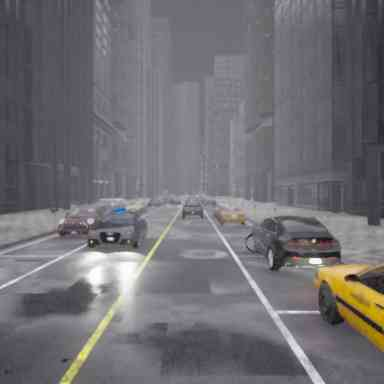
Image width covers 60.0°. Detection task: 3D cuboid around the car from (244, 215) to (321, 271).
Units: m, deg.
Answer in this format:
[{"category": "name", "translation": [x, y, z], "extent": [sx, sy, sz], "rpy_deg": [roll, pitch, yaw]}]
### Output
[{"category": "car", "translation": [3.142, 1.514, 10.928], "extent": [1.837, 1.490, 4.892], "rpy_deg": [0, 0, 0]}]

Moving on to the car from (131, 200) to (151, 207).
[{"category": "car", "translation": [-5.760, 1.558, 34.903], "extent": [1.752, 1.417, 4.829], "rpy_deg": [0, 0, 0]}]

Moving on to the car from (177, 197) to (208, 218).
[{"category": "car", "translation": [0.076, 1.518, 29.931], "extent": [2.128, 1.511, 4.902], "rpy_deg": [0, 0, 0]}]

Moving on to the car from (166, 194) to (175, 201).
[{"category": "car", "translation": [-5.757, 1.461, 91.168], "extent": [2.192, 1.841, 5.009], "rpy_deg": [0, 0, 0]}]

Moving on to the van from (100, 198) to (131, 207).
[{"category": "van", "translation": [-5.760, 1.360, 23.855], "extent": [1.690, 1.788, 3.998], "rpy_deg": [0, 0, 0]}]

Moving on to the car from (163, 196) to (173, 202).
[{"category": "car", "translation": [-5.757, 1.668, 79.949], "extent": [2.008, 1.369, 4.403], "rpy_deg": [0, 0, 0]}]

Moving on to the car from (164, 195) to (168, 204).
[{"category": "car", "translation": [-5.758, 1.512, 57.512], "extent": [1.967, 1.590, 4.097], "rpy_deg": [0, 0, 0]}]

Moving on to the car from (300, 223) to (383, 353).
[{"category": "car", "translation": [3.151, 1.460, 4.103], "extent": [1.801, 1.575, 5.366], "rpy_deg": [0, 0, 0]}]

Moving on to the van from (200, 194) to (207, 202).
[{"category": "van", "translation": [2.767, 1.458, 79.953], "extent": [1.690, 1.788, 3.998], "rpy_deg": [0, 0, 0]}]

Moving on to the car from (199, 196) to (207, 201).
[{"category": "car", "translation": [2.768, 1.676, 85.560], "extent": [1.887, 1.381, 4.507], "rpy_deg": [0, 0, 0]}]

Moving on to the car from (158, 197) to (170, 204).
[{"category": "car", "translation": [-5.758, 1.644, 68.730], "extent": [2.008, 1.369, 4.403], "rpy_deg": [0, 0, 0]}]

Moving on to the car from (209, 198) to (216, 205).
[{"category": "car", "translation": [2.765, 1.550, 29.641], "extent": [1.752, 1.417, 4.829], "rpy_deg": [0, 0, 0]}]

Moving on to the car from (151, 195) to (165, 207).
[{"category": "car", "translation": [-5.759, 1.628, 51.901], "extent": [1.947, 1.339, 4.313], "rpy_deg": [0, 0, 0]}]

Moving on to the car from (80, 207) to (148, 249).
[{"category": "car", "translation": [-3.099, 1.575, 14.584], "extent": [1.994, 1.385, 4.181], "rpy_deg": [0, 0, 0]}]

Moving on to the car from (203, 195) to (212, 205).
[{"category": "car", "translation": [2.766, 1.613, 51.906], "extent": [2.008, 1.369, 4.403], "rpy_deg": [0, 0, 0]}]

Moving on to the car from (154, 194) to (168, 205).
[{"category": "car", "translation": [-5.758, 1.397, 63.121], "extent": [2.192, 1.841, 5.009], "rpy_deg": [0, 0, 0]}]

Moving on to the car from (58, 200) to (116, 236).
[{"category": "car", "translation": [-5.760, 1.454, 18.246], "extent": [1.967, 1.590, 4.097], "rpy_deg": [0, 0, 0]}]

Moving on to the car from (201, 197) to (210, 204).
[{"category": "car", "translation": [2.767, 1.675, 68.734], "extent": [1.802, 1.307, 4.206], "rpy_deg": [0, 0, 0]}]

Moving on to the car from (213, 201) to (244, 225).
[{"category": "car", "translation": [2.765, 1.544, 24.032], "extent": [1.752, 1.417, 4.829], "rpy_deg": [0, 0, 0]}]

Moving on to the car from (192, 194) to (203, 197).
[{"category": "car", "translation": [0.076, 1.404, 46.179], "extent": [2.097, 1.767, 4.553], "rpy_deg": [0, 0, 0]}]

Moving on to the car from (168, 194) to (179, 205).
[{"category": "car", "translation": [-2.995, 1.580, 59.016], "extent": [1.882, 1.535, 5.008], "rpy_deg": [0, 0, 0]}]
